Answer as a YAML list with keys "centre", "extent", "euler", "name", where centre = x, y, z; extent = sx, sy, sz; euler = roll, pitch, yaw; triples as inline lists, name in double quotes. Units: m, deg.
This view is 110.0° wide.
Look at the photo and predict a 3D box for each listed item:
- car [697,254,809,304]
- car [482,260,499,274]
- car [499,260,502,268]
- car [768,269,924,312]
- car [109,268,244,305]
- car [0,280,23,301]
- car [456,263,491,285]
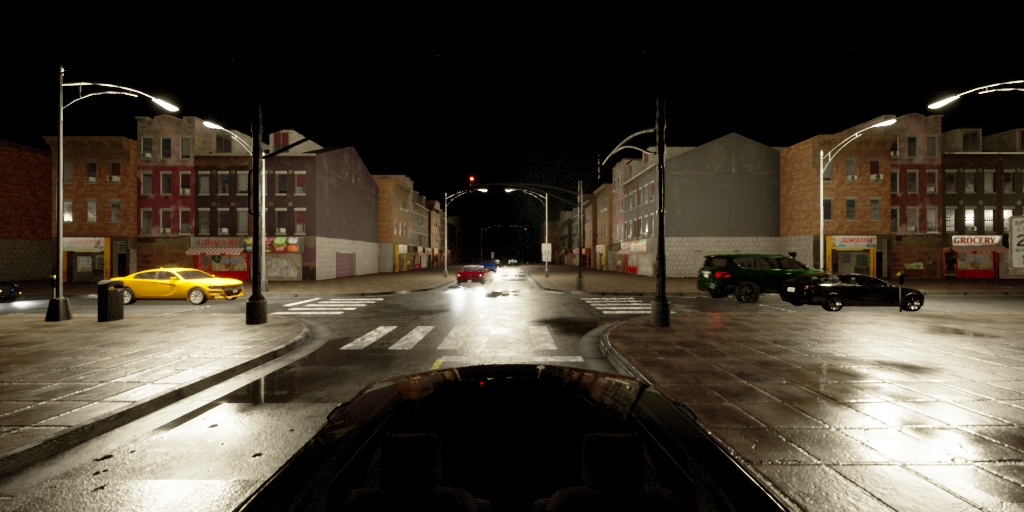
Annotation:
- centre: [11.032, 0.933, 15.551]
  extent: [5.566, 2.045, 2.150]
  euler: [0, 0, -2]
  name: "car"
- centre: [-2.832, 1.248, 42.660]
  extent: [1.882, 1.535, 5.008]
  euler: [0, 0, 0]
  name: "car"
- centre: [-2.731, 1.356, 62.147]
  extent: [1.994, 1.385, 4.181]
  euler: [0, 0, 0]
  name: "car"
- centre: [12.358, 1.266, 13.195]
  extent: [4.313, 1.339, 1.948]
  euler: [0, 0, 0]
  name: "car"
- centre: [-14.588, 1.270, 15.747]
  extent: [5.008, 1.535, 1.882]
  euler: [0, 0, 2]
  name: "car"
- centre: [-24.592, 1.391, 15.776]
  extent: [4.181, 1.385, 1.994]
  euler: [0, 0, 0]
  name: "car"
- centre: [-2.816, 1.359, 25.859]
  extent: [1.895, 1.301, 4.718]
  euler: [0, 0, 0]
  name: "car"
